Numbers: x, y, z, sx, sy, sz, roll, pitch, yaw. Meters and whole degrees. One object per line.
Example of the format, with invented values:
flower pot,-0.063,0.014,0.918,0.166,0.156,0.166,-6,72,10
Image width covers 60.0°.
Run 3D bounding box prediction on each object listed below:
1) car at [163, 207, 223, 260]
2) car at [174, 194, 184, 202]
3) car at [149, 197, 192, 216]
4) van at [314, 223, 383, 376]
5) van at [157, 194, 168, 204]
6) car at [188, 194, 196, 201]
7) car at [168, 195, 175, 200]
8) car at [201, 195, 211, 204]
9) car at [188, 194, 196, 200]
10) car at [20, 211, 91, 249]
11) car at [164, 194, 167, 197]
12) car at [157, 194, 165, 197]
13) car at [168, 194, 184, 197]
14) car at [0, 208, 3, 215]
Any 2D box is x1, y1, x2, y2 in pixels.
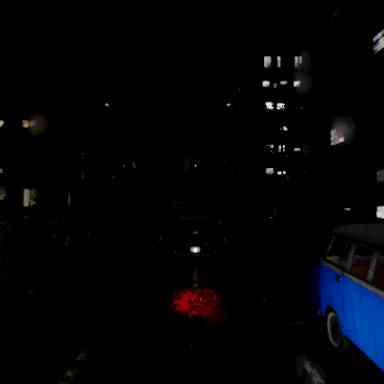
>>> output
car,0.102,1.496,12.430,1.837,1.490,4.892,0,0,0
car,-2.994,1.304,77.217,2.097,1.767,4.553,0,0,0
car,-2.194,1.459,29.855,1.882,1.535,5.008,1,0,-27
van,2.708,1.339,3.531,1.690,1.788,3.998,1,0,0
van,-5.666,1.299,63.678,1.690,1.788,3.998,1,0,0
car,0.008,1.417,79.979,1.882,1.535,5.008,0,0,0
car,-5.668,1.522,92.112,1.802,1.307,4.206,1,0,0
car,2.711,1.398,63.738,1.967,1.590,4.097,1,0,0
car,0.008,1.251,90.405,1.882,1.535,5.008,0,0,0
car,-5.676,1.542,14.354,2.008,1.369,4.403,1,0,0
car,-5.671,1.507,57.991,1.887,1.381,4.507,1,0,0
car,-5.748,1.511,52.309,1.887,1.381,4.507,1,0,0
car,-3.030,1.311,61.744,2.097,1.767,4.553,0,0,0
car,-19.297,1.595,29.609,4.507,1.381,1.887,0,-1,1
